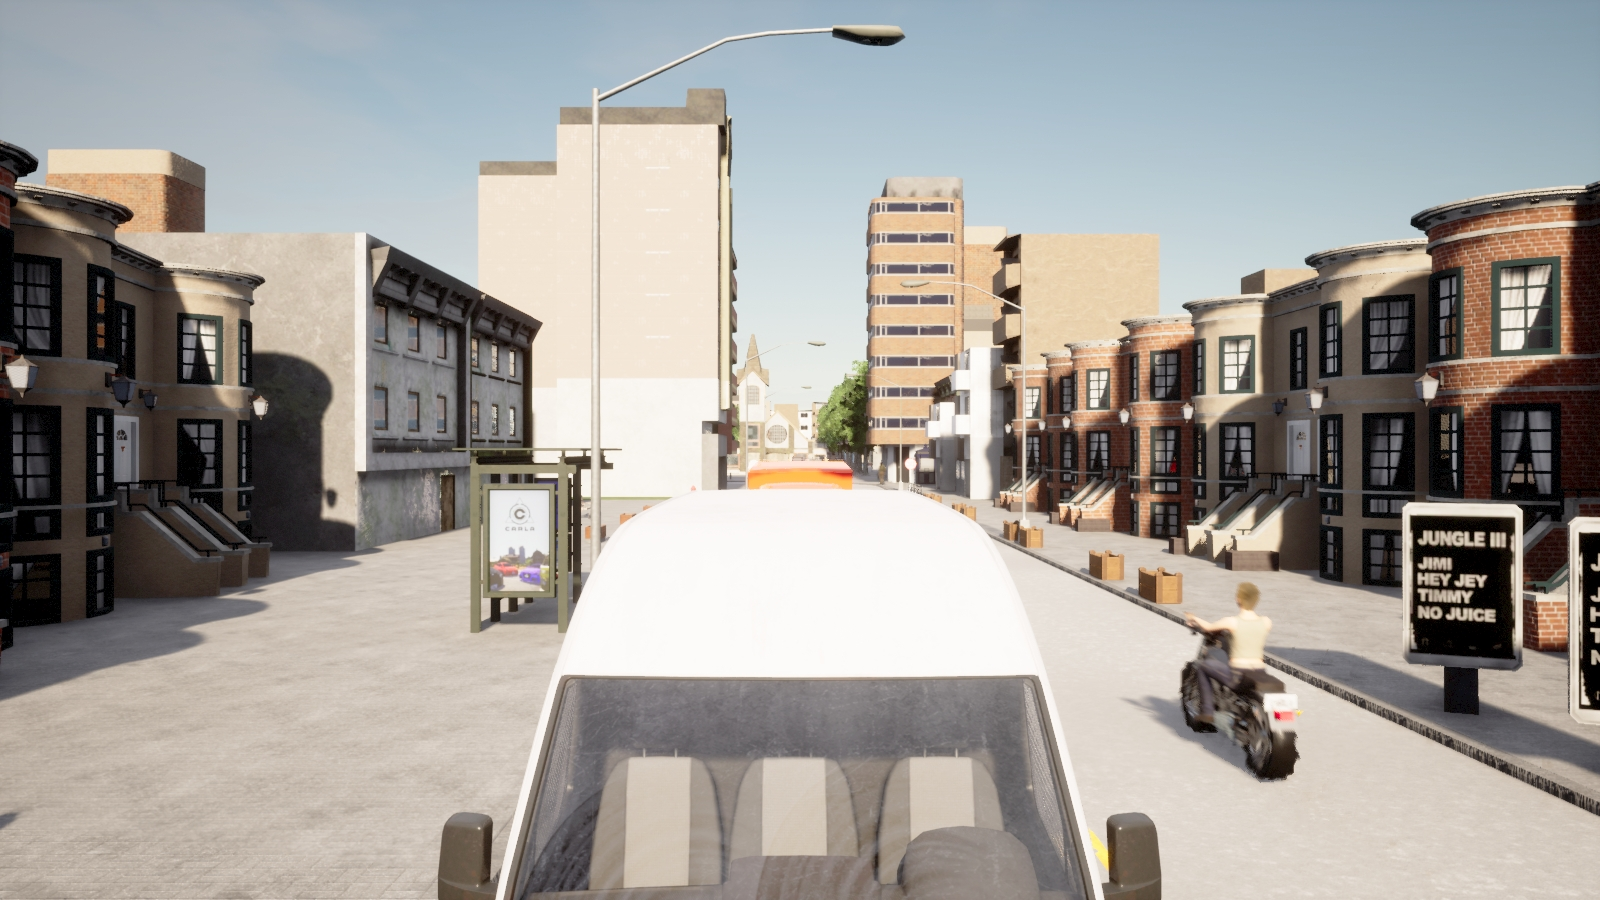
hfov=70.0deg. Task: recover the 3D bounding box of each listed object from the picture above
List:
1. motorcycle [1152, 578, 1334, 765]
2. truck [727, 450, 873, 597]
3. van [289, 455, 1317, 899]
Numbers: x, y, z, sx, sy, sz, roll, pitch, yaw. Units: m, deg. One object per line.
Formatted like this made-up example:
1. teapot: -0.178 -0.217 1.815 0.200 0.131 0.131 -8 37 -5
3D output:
1. motorcycle: 4.004 1.954 10.569 0.764 1.277 2.356 0 0 0
2. truck: 0.009 1.326 23.228 2.627 2.467 5.204 0 2 0
3. van: 0.007 1.317 5.167 1.988 2.561 5.915 0 0 0
